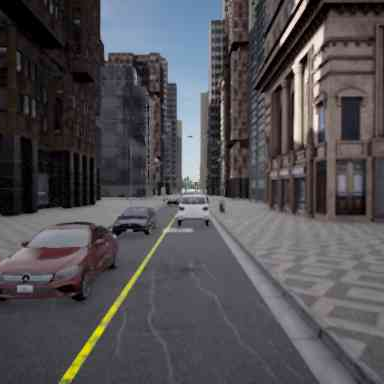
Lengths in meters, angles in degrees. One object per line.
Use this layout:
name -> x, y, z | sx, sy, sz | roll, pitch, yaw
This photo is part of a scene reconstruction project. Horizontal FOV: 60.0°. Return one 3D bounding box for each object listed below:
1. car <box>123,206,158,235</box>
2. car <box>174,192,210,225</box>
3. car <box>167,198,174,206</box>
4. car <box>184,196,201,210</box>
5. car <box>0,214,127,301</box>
car -> -3.053, 1.548, 19.136 | 2.033, 1.411, 5.357 | 0, 0, 1
car -> 0.104, 1.225, 24.063 | 2.150, 2.045, 5.566 | 0, 0, 0
car -> -3.049, 1.606, 53.967 | 1.895, 1.301, 4.718 | 0, 0, 1
car -> 0.085, 1.355, 42.589 | 2.097, 1.767, 4.553 | 0, 0, 0
car -> -3.090, 1.526, 8.458 | 1.812, 1.442, 4.674 | 0, 0, 0
